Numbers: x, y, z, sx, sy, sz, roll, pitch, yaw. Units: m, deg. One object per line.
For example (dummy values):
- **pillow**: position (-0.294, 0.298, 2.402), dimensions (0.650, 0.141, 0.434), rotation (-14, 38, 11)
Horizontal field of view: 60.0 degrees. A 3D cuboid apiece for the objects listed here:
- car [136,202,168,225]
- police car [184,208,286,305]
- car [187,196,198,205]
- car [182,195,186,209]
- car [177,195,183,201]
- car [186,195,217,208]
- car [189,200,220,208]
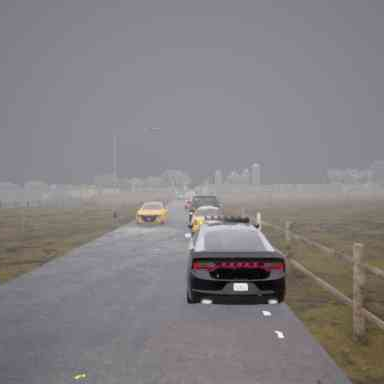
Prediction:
- **car**: position (-2.801, 1.481, 24.132), dimensions (1.882, 1.535, 5.008), rotation (0, 0, 0)
- **police car**: position (0.842, 1.425, 8.291), dimensions (1.930, 1.638, 5.238), rotation (0, 0, 0)
- **car**: position (0.119, 1.543, 58.431), dimensions (1.812, 1.442, 4.674), rotation (0, 0, 0)
- **car**: position (0.113, 1.367, 45.425), dimensions (2.097, 1.767, 4.553), rotation (0, 0, 1)
- **car**: position (-2.582, 1.449, 82.834), dimensions (1.882, 1.535, 5.008), rotation (0, 0, 0)
- **car**: position (0.875, 1.228, 24.212), dimensions (2.150, 2.045, 5.566), rotation (0, 0, 0)
- **car**: position (0.862, 1.457, 18.371), dimensions (1.801, 1.575, 5.366), rotation (0, 0, 0)
